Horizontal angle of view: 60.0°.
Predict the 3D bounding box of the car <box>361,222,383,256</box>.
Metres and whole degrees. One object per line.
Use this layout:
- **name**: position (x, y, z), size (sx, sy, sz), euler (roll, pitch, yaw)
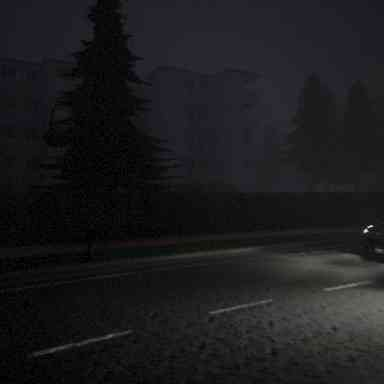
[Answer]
- **car**: position (8.073, 1.269, 11.223), size (4.553, 1.767, 2.097), euler (0, 0, -18)
